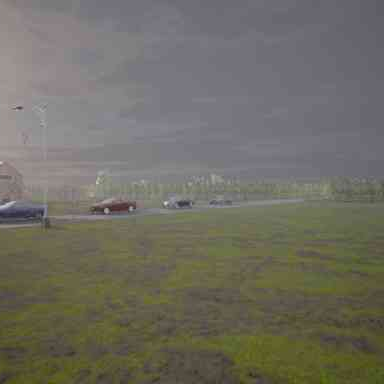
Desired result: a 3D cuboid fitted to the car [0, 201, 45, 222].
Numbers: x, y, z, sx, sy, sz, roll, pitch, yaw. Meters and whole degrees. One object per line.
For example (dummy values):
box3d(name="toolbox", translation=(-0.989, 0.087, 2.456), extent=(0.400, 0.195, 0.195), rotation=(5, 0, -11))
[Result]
box3d(name="car", translation=(-13.249, 1.411, 24.917), extent=(1.812, 1.442, 4.674), rotation=(0, 0, 35))

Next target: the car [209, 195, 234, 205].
box3d(name="car", translation=(4.308, 1.187, 48.459), extent=(1.994, 1.385, 4.181), rotation=(0, 0, 38))

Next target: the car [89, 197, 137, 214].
box3d(name="car", translation=(-7.647, 1.279, 32.503), extent=(1.882, 1.535, 5.008), rotation=(0, 0, 37))

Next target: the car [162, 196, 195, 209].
box3d(name="car", translation=(-1.578, 1.202, 40.624), extent=(2.128, 1.511, 4.902), rotation=(0, 0, 37))
